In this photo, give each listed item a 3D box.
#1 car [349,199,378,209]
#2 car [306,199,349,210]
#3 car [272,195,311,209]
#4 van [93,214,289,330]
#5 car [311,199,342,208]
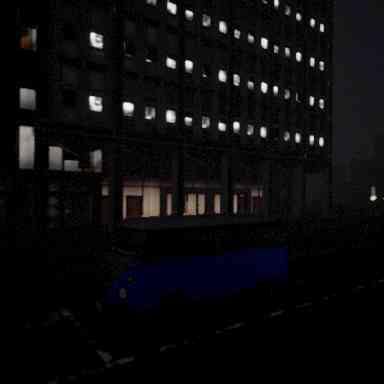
[{"bbox_3d":[24.159,1.706,48.049,1.752,1.417,4.829,1,0,-35],"label":"car"},{"bbox_3d":[17.356,1.641,43.152,2.008,1.369,4.403,1,0,-35],"label":"car"},{"bbox_3d":[14.215,1.383,47.711,2.192,1.841,5.009,1,0,-35],"label":"car"},{"bbox_3d":[0.178,1.363,6.679,3.998,1.788,1.690,0,0,-35],"label":"van"},{"bbox_3d":[21.110,1.741,52.467,1.802,1.307,4.206,1,0,-35],"label":"car"}]
